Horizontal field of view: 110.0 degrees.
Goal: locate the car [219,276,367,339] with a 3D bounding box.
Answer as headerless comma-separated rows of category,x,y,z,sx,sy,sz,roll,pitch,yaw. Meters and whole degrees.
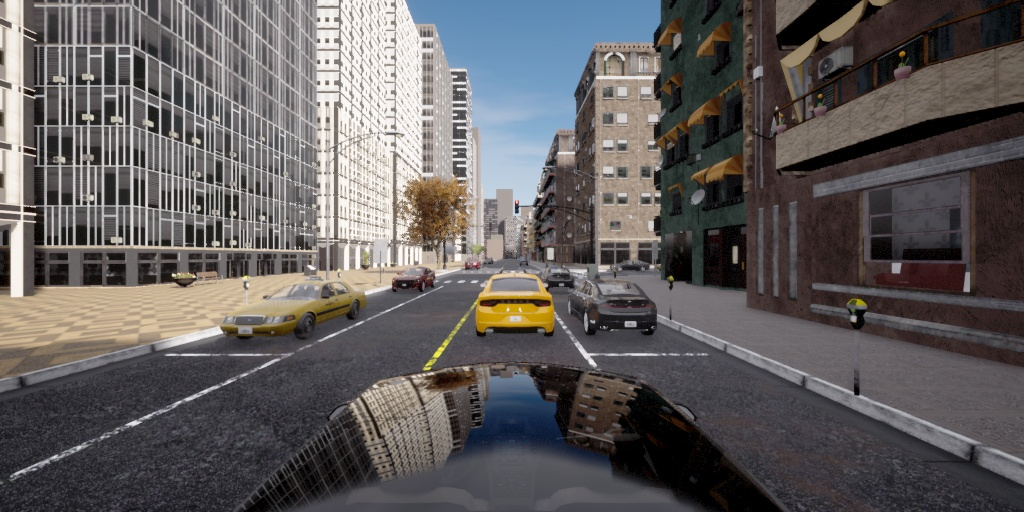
car,-5.710,1.276,10.079,1.751,1.417,4.829,0,0,0

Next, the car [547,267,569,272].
car,2.644,1.305,21.333,2.007,1.370,4.403,0,0,0

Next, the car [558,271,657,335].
car,2.670,1.301,10.268,2.007,1.370,4.403,0,0,0

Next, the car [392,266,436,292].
car,-5.736,1.299,21.314,1.888,1.381,4.507,0,0,0

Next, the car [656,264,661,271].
car,18.743,1.006,40.841,4.829,1.417,1.751,0,0,-1

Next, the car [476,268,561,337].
car,0.069,1.228,10.360,1.882,1.535,5.008,0,0,0

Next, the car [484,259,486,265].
car,-5.823,1.357,59.225,1.948,1.339,4.313,0,0,0

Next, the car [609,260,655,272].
car,13.346,1.109,40.774,4.403,1.370,2.007,0,0,-1

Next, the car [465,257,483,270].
car,-5.810,1.098,53.702,2.192,1.841,5.009,0,0,0

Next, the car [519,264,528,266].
car,0.057,1.355,20.639,1.895,1.301,4.718,0,0,0
